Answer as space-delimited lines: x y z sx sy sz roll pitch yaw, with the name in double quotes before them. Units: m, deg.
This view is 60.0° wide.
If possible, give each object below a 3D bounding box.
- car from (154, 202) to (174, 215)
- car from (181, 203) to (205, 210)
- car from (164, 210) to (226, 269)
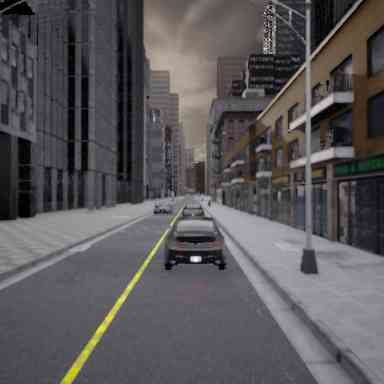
"car" -3.083 1.835 36.907 1.994 1.385 4.181 0 0 0
"car" 0.099 1.707 29.347 2.128 1.511 4.902 0 0 0
"car" 0.101 1.588 11.485 1.837 1.490 4.892 0 0 0
